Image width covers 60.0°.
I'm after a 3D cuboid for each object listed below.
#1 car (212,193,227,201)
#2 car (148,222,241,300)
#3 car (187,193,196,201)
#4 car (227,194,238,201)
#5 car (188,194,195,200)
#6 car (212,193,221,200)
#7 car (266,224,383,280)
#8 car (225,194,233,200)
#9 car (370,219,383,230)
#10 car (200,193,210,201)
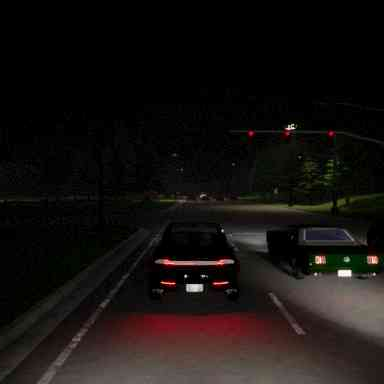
[{"bbox_3d":[6.846,1.531,82.217,2.033,1.411,5.357,0,0,0],"label":"car"},{"bbox_3d":[0.055,1.492,8.344,2.128,1.511,4.902,0,0,0],"label":"car"},{"bbox_3d":[-0.154,1.217,82.234,2.150,2.045,5.566,0,0,0],"label":"car"},{"bbox_3d":[10.345,1.516,82.640,1.812,1.442,4.674,0,0,0],"label":"car"},{"bbox_3d":[-0.174,1.310,92.624,1.882,1.535,5.008,0,0,0],"label":"car"},{"bbox_3d":[6.826,1.187,92.607,2.097,1.767,4.553,0,0,0],"label":"car"},{"bbox_3d":[3.561,1.601,9.942,1.895,1.301,4.718,0,0,0],"label":"car"},{"bbox_3d":[10.326,1.332,92.644,1.837,1.490,4.892,0,0,0],"label":"car"},{"bbox_3d":[7.056,1.221,9.039,2.150,2.045,5.566,0,0,0],"label":"car"},{"bbox_3d":[3.345,1.545,82.627,1.994,1.385,4.181,0,0,0],"label":"car"}]
